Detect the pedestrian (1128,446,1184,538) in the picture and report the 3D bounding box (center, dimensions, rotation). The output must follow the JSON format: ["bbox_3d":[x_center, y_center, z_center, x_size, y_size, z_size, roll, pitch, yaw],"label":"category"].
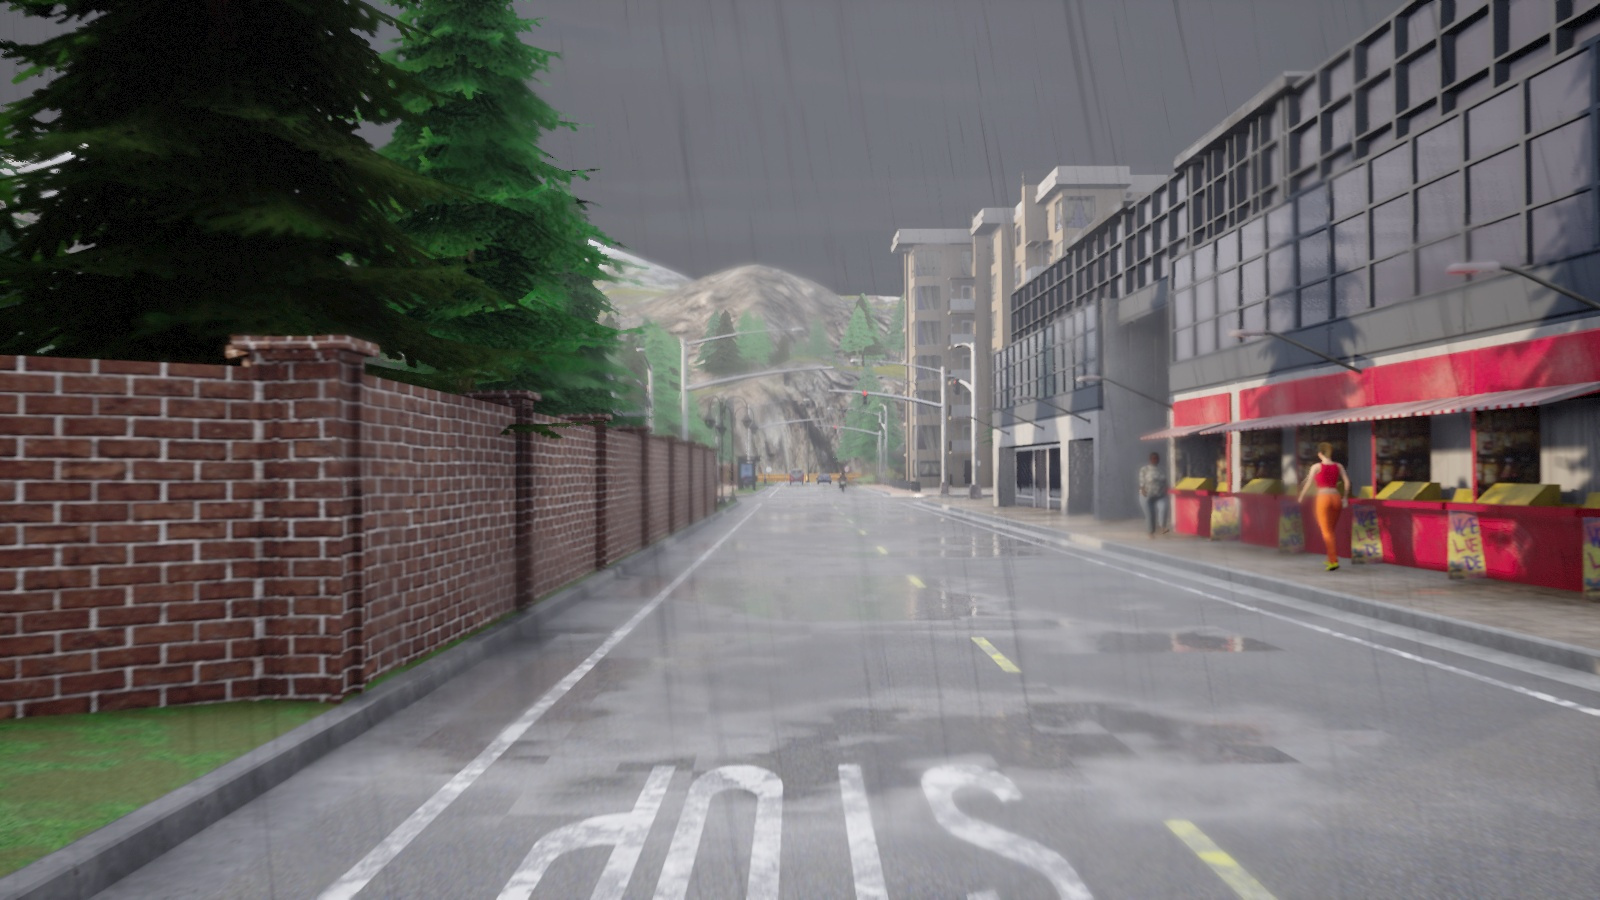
[{"bbox_3d":[7.405,0.865,26.155,0.874,1.855,0.900,-1,-1,-1],"label":"pedestrian"}]

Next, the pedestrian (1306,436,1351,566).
[{"bbox_3d":[7.580,0.724,18.030,0.345,1.836,0.594,-1,-1,-2],"label":"pedestrian"}]
